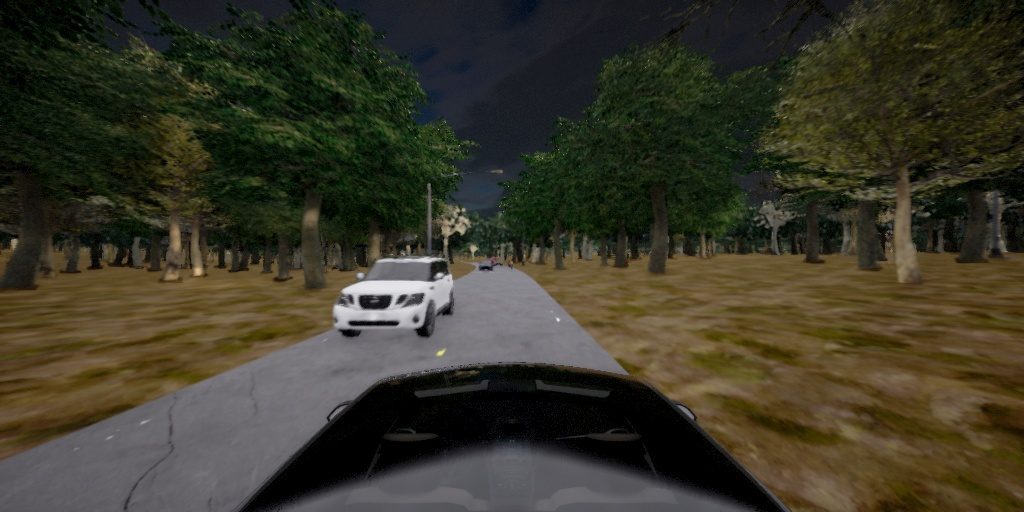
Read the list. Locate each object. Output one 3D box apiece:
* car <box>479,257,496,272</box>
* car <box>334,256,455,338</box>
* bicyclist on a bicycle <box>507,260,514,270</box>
[{"bbox_3d":[-3.748,1.350,52.426,2.097,1.767,4.553,0,0,-2],"label":"car"},{"bbox_3d":[-3.097,1.026,10.754,2.150,2.045,5.566,0,0,0],"label":"car"},{"bbox_3d":[-0.061,1.453,55.922,0.866,1.612,1.509,0,0,-3],"label":"bicyclist on a bicycle"}]
